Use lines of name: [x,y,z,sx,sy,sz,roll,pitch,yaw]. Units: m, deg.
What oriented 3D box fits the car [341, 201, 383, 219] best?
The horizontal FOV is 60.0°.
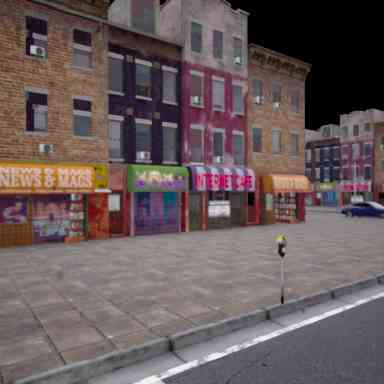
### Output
car: [15.026,1.540,28.174,1.812,1.442,4.674,0,0,-35]
